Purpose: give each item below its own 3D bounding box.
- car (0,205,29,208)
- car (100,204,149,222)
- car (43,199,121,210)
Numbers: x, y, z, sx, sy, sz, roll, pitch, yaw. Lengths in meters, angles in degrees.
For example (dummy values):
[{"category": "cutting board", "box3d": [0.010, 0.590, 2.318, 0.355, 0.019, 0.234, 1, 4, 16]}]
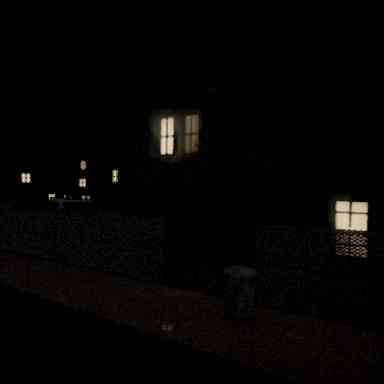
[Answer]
[{"category": "car", "box3d": [-12.926, 1.695, 23.498, 1.882, 1.535, 5.008, 2, 0, 37]}, {"category": "car", "box3d": [-6.452, 1.981, 32.256, 1.812, 1.442, 4.674, 2, 0, 36]}, {"category": "car", "box3d": [-8.359, 1.590, 25.006, 2.150, 2.045, 5.566, 2, 0, 39]}]
